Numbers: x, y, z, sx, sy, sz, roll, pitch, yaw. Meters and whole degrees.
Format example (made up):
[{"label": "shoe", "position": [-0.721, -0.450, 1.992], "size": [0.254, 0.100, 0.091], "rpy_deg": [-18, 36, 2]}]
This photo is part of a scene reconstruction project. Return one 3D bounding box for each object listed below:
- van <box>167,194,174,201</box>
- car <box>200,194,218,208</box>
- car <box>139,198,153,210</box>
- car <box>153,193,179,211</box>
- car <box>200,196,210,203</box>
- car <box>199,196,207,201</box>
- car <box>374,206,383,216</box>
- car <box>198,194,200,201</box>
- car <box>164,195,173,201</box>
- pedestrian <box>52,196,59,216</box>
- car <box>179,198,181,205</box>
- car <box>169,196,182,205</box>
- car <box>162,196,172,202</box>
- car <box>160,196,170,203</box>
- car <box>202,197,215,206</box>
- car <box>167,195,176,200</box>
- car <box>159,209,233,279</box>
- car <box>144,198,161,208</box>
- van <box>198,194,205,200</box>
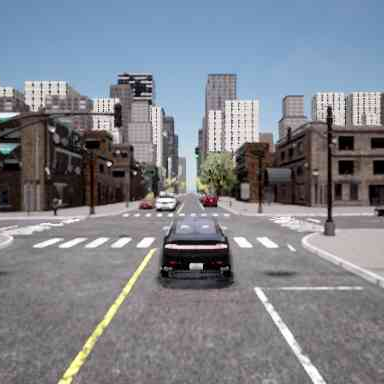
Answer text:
[{"label": "van", "position": [-5.702, 1.339, 87.435], "size": [1.690, 1.788, 3.998], "rpy_deg": [0, 0, 0]}, {"label": "car", "position": [2.685, 1.291, 48.759], "size": [2.192, 1.841, 5.009], "rpy_deg": [0, 0, 0]}, {"label": "car", "position": [-5.783, 1.520, 43.236], "size": [1.887, 1.381, 4.507], "rpy_deg": [0, 0, 0]}, {"label": "car", "position": [-3.091, 1.198, 40.294], "size": [2.150, 2.045, 5.566], "rpy_deg": [0, 0, 0]}, {"label": "car", "position": [2.681, 1.534, 70.861], "size": [2.008, 1.369, 4.403], "rpy_deg": [0, 0, 0]}, {"label": "car", "position": [2.679, 1.575, 81.911], "size": [1.802, 1.307, 4.206], "rpy_deg": [0, 0, 0]}, {"label": "car", "position": [17.485, 1.335, 27.560], "size": [4.313, 1.339, 1.947], "rpy_deg": [-1, 1, 0]}, {"label": "car", "position": [2.682, 1.546, 65.336], "size": [1.947, 1.339, 4.313], "rpy_deg": [0, 0, 0]}, {"label": "car", "position": [-5.701, 1.518, 81.739], "size": [1.752, 1.417, 4.829], "rpy_deg": [0, 0, 0]}, {"label": "pedestrian", "position": [-12.515, 1.263, 30.493], "size": [0.375, 1.860, 0.375], "rpy_deg": [0, 1, 0]}, {"label": "car", "position": [-3.074, 1.540, 50.345], "size": [1.994, 1.385, 4.181], "rpy_deg": [0, 0, 0]}, {"label": "car", "position": [-3.008, 1.526, 60.678], "size": [2.033, 1.411, 5.357], "rpy_deg": [0, 0, 0]}, {"label": "car", "position": [-5.700, 1.569, 76.384], "size": [1.802, 1.307, 4.206], "rpy_deg": [0, 0, 0]}, {"label": "car", "position": [-5.699, 1.565, 70.860], "size": [1.802, 1.307, 4.206], "rpy_deg": [0, 0, 0]}, {"label": "car", "position": [2.684, 1.543, 54.285], "size": [1.947, 1.339, 4.313], "rpy_deg": [0, 0, 0]}, {"label": "car", "position": [-5.703, 1.556, 92.961], "size": [2.008, 1.369, 4.403], "rpy_deg": [0, 0, 0]}, {"label": "car", "position": [0.099, 1.483, 10.049], "size": [2.128, 1.511, 4.902], "rpy_deg": [0, 0, 0]}, {"label": "car", "position": [-5.696, 1.542, 48.758], "size": [1.947, 1.339, 4.313], "rpy_deg": [0, 0, 0]}, {"label": "van", "position": [2.677, 1.347, 92.963], "size": [1.690, 1.788, 3.998], "rpy_deg": [0, 0, 0]}]
